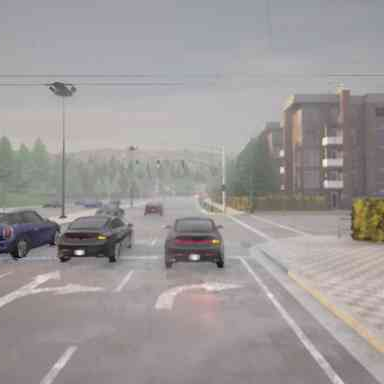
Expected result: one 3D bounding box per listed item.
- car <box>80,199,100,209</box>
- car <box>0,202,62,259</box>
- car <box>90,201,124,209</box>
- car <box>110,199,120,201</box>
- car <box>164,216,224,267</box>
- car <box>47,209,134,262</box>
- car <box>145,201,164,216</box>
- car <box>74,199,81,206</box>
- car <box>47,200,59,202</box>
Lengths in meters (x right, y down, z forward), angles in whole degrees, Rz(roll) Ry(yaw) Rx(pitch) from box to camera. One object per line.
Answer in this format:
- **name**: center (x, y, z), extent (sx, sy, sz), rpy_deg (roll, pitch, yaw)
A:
- **car**: center (-16.306, 1.949, 55.020), extent (1.882, 1.535, 5.008), rpy_deg (0, 0, 0)
- **car**: center (-6.957, 1.465, 13.222), extent (2.097, 1.767, 4.553), rpy_deg (0, -1, -1)
- **car**: center (-7.409, 1.809, 30.461), extent (2.033, 1.411, 5.357), rpy_deg (0, 0, -2)
- **car**: center (-16.289, 2.138, 69.884), extent (2.033, 1.411, 5.357), rpy_deg (0, 0, 0)
- **car**: center (0.074, 1.608, 11.829), extent (1.837, 1.490, 4.892), rpy_deg (0, 0, 0)
- **car**: center (-3.433, 1.613, 12.560), extent (1.837, 1.490, 4.892), rpy_deg (0, 0, 0)
- **car**: center (-4.206, 1.799, 37.454), extent (1.882, 1.535, 5.008), rpy_deg (0, 0, -2)
- **car**: center (-23.289, 2.152, 70.045), extent (1.994, 1.385, 4.181), rpy_deg (0, 0, 0)
- **car**: center (-23.297, 2.041, 55.760), extent (1.994, 1.385, 4.181), rpy_deg (0, 0, 0)
